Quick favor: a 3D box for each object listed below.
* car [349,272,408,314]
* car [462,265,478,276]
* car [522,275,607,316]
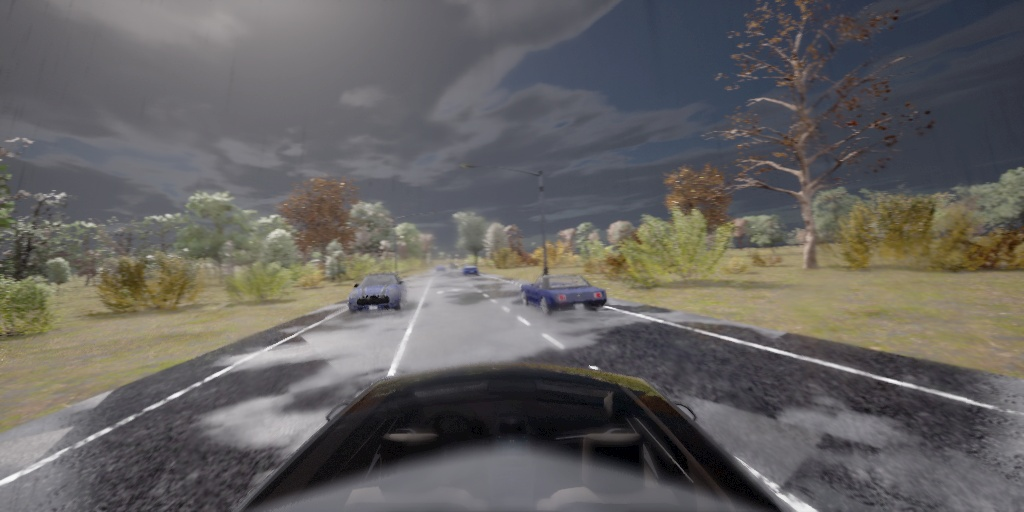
[{"bbox_3d":[-6.140,1.580,16.856,2.097,1.767,4.553,-3,-1,-12],"label":"car"},{"bbox_3d":[-5.874,1.986,50.274,1.882,1.535,5.008,-3,0,-12],"label":"car"},{"bbox_3d":[1.697,1.363,13.496,1.895,1.301,4.718,-3,-1,-12],"label":"car"}]
